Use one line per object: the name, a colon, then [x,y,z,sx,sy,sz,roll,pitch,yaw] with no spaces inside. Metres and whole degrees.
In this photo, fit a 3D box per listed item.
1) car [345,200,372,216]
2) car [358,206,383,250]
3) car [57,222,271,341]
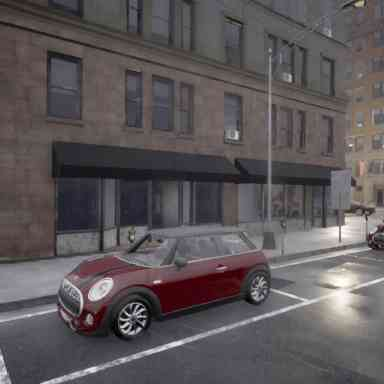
car: [14.774,1.403,31.720,1.882,1.535,5.008,1,0,-37]
car: [8.555,1.445,12.813,4.097,1.590,1.967,0,0,-35]
car: [-0.406,1.441,6.456,4.097,1.590,1.967,0,0,-35]
